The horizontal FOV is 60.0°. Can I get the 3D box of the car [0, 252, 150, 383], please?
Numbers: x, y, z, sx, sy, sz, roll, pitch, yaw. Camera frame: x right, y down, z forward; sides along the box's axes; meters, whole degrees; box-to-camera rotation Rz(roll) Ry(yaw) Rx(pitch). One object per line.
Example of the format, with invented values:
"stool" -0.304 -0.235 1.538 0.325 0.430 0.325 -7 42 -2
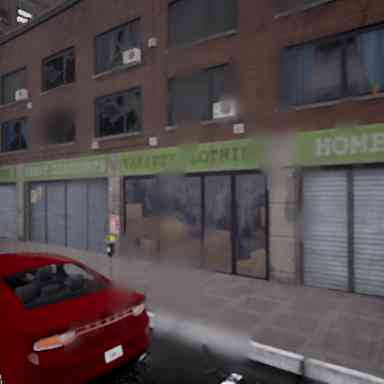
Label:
"car" -2.629 1.550 4.761 4.507 1.381 1.887 0 -1 36
